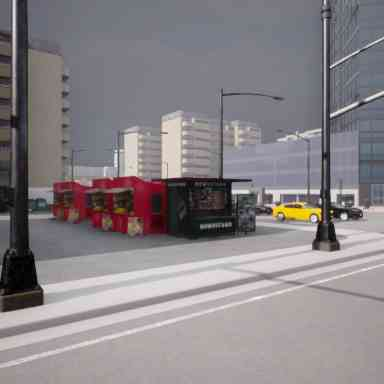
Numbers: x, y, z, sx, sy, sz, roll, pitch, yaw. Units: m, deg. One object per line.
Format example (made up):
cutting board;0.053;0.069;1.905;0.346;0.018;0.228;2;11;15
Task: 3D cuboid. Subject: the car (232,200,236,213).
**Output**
car;3.073;1.455;34.884;2.150;2.045;5.566;0;-1;-36

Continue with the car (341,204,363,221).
car;12.001;1.587;28.535;1.882;1.535;5.008;0;-1;-36

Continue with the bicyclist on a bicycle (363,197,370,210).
bicyclist on a bicycle;22.251;1.466;42.463;1.656;1.620;0.582;0;0;-36

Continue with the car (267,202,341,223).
car;8.898;1.589;26.818;1.882;1.535;5.008;0;-1;-38

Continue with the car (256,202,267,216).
car;6.716;1.778;35.814;1.994;1.385;4.181;0;-1;-36
